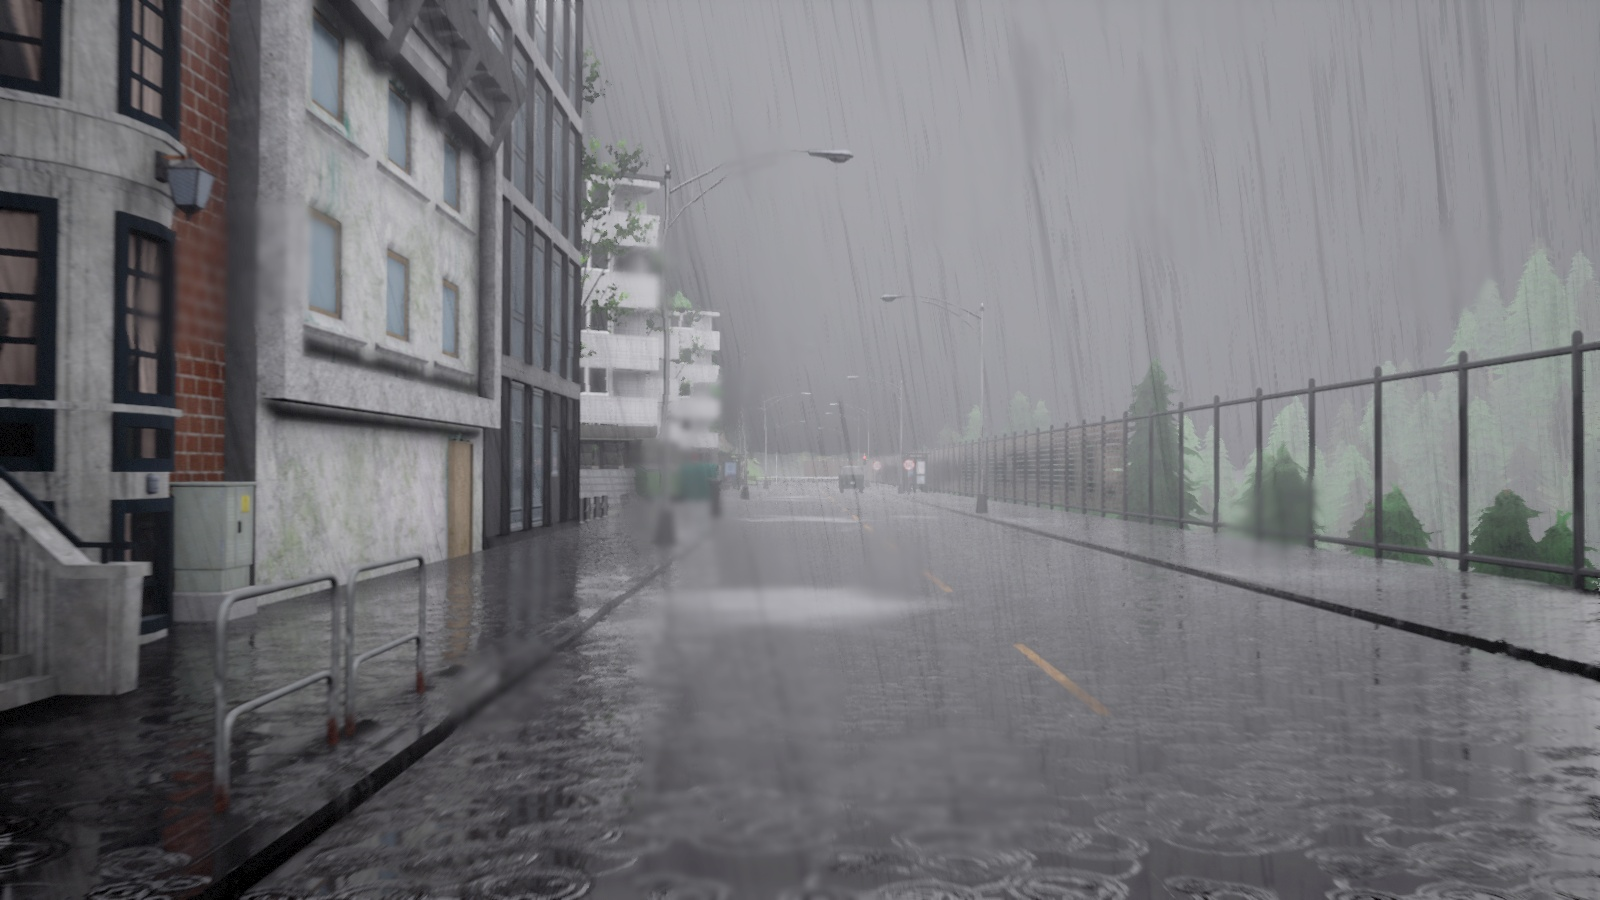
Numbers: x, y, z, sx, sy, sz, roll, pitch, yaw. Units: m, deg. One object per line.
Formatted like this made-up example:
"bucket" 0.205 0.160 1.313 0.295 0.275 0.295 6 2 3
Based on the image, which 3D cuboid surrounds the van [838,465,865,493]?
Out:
"van" 3.761 2.097 92.199 1.775 1.987 4.442 0 -1 0
